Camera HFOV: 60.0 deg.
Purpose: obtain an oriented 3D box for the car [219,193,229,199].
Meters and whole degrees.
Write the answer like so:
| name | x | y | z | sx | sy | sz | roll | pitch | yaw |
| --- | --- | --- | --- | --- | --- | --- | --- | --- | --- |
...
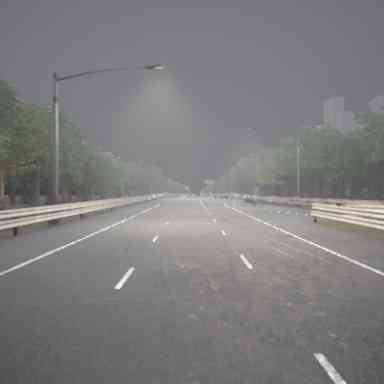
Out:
| name | x | y | z | sx | sy | sz | roll | pitch | yaw |
| --- | --- | --- | --- | --- | --- | --- | --- | --- | --- |
| car | 6.995 | 1.082 | 72.536 | 1.837 | 1.490 | 4.892 | 0 | 0 | 0 |

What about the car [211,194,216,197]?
| name | x | y | z | sx | sy | sz | roll | pitch | yaw |
| --- | --- | --- | --- | --- | --- | --- | --- | --- | --- |
| car | 7.017 | 1.162 | 89.546 | 2.128 | 1.511 | 4.902 | 0 | 0 | 0 |
